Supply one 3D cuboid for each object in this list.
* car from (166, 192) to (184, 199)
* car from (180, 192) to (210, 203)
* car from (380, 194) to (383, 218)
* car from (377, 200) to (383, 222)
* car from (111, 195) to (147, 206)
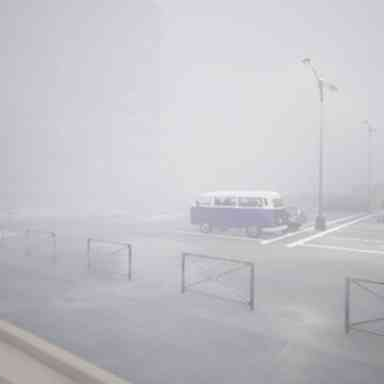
[{"bbox_3d":[-3.935,0.748,77.502,1.851,1.617,3.988,1,0,36],"label":"car"},{"bbox_3d":[0.575,0.668,57.755,1.882,1.535,5.008,1,0,36],"label":"car"},{"bbox_3d":[17.173,1.139,25.535,4.605,1.855,1.932,1,0,36],"label":"car"},{"bbox_3d":[13.925,1.382,21.000,3.806,1.475,1.970,1,0,36],"label":"car"},{"bbox_3d":[-8.492,1.124,45.308,2.033,1.411,5.357,1,0,36],"label":"car"}]
